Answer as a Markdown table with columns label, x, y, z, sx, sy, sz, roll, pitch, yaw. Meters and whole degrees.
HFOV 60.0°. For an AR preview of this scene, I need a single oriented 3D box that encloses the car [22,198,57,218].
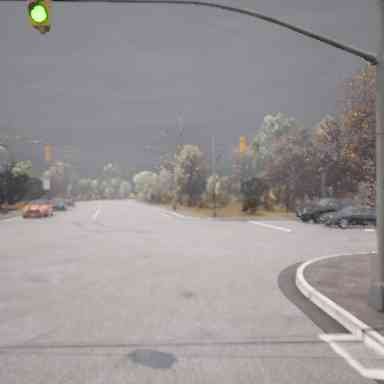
| label | x | y | z | sx | sy | sz | roll | pitch | yaw |
| --- | --- | --- | --- | --- | --- | --- | --- | --- | --- |
| car | -15.072 | 1.547 | 32.725 | 2.097 | 1.767 | 4.553 | 0 | 0 | -13 |

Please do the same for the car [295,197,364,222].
| label | x | y | z | sx | sy | sz | roll | pitch | yaw |
| --- | --- | --- | --- | --- | --- | --- | --- | --- | --- |
| car | 11.109 | 1.435 | 26.453 | 5.566 | 2.045 | 2.150 | 1 | 0 | -12 |

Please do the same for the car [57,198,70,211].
| label | x | y | z | sx | sy | sz | roll | pitch | yaw |
| --- | --- | --- | --- | --- | --- | --- | --- | --- | --- |
| car | -17.947 | 1.596 | 44.292 | 2.097 | 1.767 | 4.553 | 0 | 0 | -15 |

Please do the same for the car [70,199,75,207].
| label | x | y | z | sx | sy | sz | roll | pitch | yaw |
| --- | --- | --- | --- | --- | --- | --- | --- | --- | --- |
| car | -21.638 | 1.887 | 58.418 | 2.033 | 1.411 | 5.357 | 0 | 0 | -15 |

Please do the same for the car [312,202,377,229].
| label | x | y | z | sx | sy | sz | roll | pitch | yaw |
| --- | --- | --- | --- | --- | --- | --- | --- | --- | --- |
| car | 11.180 | 1.690 | 22.894 | 4.892 | 1.490 | 1.837 | 1 | 0 | -12 |
